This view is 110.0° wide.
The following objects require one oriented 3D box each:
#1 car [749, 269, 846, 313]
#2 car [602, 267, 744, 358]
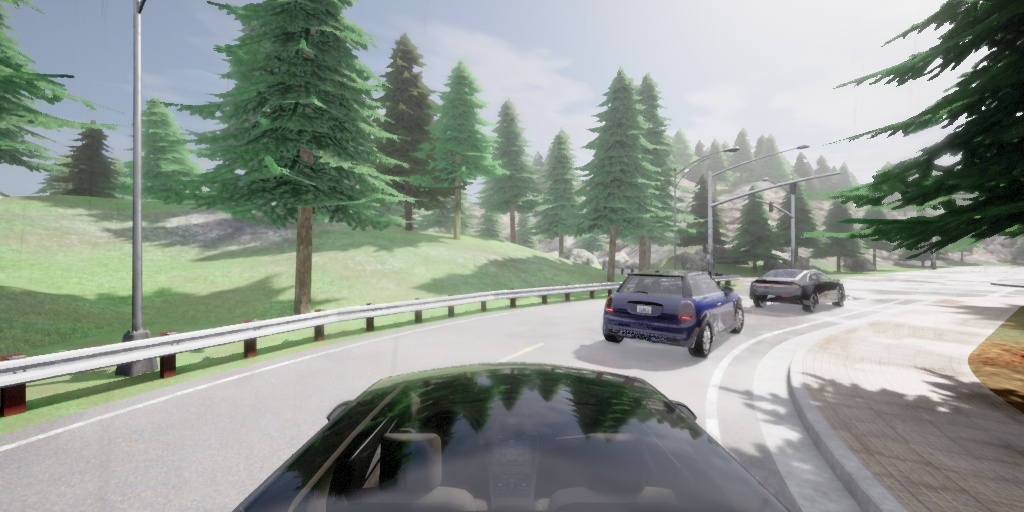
[{"bbox_3d":[11.282,1.256,14.102,4.902,1.511,2.128,0,0,-33],"label":"car"},{"bbox_3d":[4.126,1.109,8.857,2.097,1.767,4.553,0,0,43],"label":"car"}]
